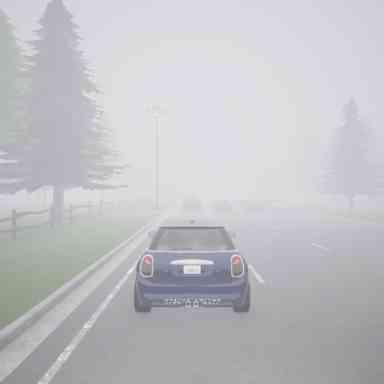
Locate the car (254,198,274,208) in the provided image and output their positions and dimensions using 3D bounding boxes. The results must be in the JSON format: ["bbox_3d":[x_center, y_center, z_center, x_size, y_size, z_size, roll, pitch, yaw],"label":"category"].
[{"bbox_3d":[10.514,1.564,48.910,1.994,1.385,4.181,0,0,0],"label":"car"}]

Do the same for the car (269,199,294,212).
[{"bbox_3d":[10.511,1.526,38.906,1.812,1.442,4.674,0,0,0],"label":"car"}]

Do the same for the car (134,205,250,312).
[{"bbox_3d":[0.002,1.352,7.842,2.097,1.767,4.553,0,0,0],"label":"car"}]

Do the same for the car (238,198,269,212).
[{"bbox_3d":[7.011,1.547,38.491,2.033,1.411,5.357,0,0,0],"label":"car"}]

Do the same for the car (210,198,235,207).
[{"bbox_3d":[3.511,1.564,38.908,1.994,1.385,4.181,0,0,0],"label":"car"}]

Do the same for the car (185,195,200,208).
[{"bbox_3d":[0.014,1.352,48.883,2.097,1.767,4.553,0,0,0],"label":"car"}]

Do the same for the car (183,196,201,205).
[{"bbox_3d":[0.011,1.352,38.879,2.097,1.767,4.553,0,0,0],"label":"car"}]

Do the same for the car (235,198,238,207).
[{"bbox_3d":[7.014,1.564,48.911,1.994,1.385,4.181,0,0,0],"label":"car"}]
